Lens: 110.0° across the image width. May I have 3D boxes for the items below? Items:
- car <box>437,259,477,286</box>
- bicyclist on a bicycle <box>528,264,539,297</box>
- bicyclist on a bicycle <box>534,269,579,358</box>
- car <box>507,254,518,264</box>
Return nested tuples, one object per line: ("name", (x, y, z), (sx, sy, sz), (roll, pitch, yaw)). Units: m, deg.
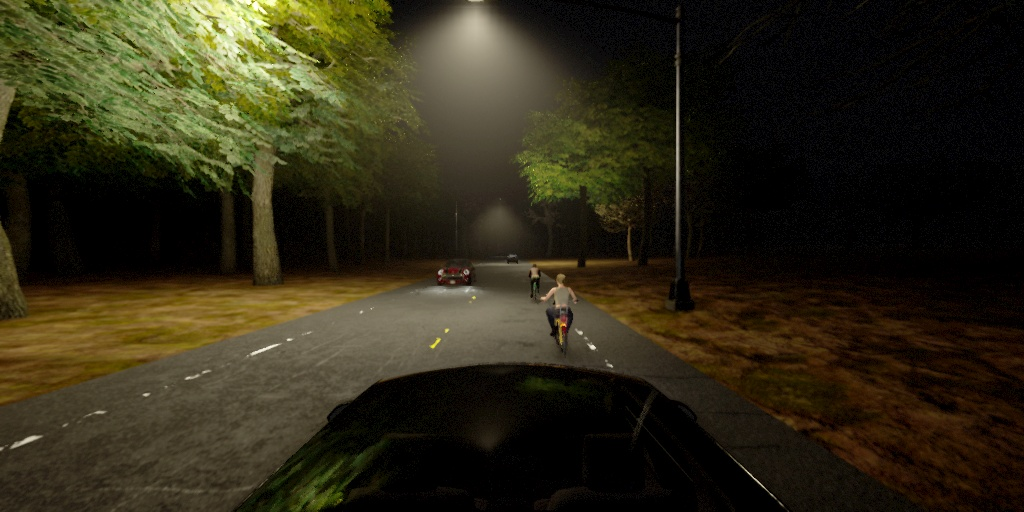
("car", (-3.598, 0.988, 23.975), (2.097, 1.767, 4.553), (0, 0, 0))
("bicyclist on a bicycle", (0.966, 1.148, 15.158), (0.582, 1.620, 1.656), (0, 0, 0))
("bicyclist on a bicycle", (1.005, 1.170, 7.479), (0.866, 1.612, 1.509), (0, 0, 0))
("car", (0.107, 0.540, 62.936), (2.128, 1.511, 4.902), (0, 1, 0))
